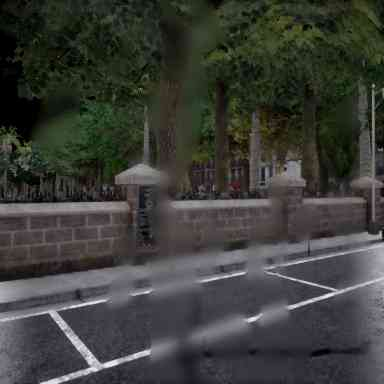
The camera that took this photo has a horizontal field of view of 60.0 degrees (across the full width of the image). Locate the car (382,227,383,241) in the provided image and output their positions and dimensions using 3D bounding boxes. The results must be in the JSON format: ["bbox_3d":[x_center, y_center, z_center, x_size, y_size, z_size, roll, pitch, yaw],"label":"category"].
[{"bbox_3d":[9.760,1.310,13.509,5.009,1.841,2.192,0,0,-36],"label":"car"}]
